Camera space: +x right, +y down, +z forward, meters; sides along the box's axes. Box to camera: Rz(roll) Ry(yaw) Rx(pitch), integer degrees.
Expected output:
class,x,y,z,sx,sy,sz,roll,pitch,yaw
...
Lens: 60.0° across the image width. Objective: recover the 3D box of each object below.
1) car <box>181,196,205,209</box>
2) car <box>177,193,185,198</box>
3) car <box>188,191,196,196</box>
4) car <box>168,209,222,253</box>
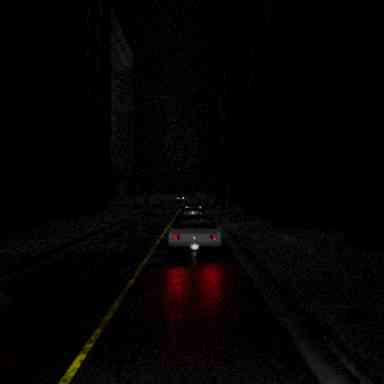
class,x,y,z,sx,sy,sz,roll,pitch,yaw
car,0.093,1.415,29.029,2.128,1.511,4.902,0,0,0
car,-3.018,0.880,91.026,2.033,1.411,5.357,0,1,0
car,-0.017,0.668,85.768,2.097,1.767,4.553,0,1,0
car,0.097,1.569,13.541,1.895,1.301,4.718,0,0,0
